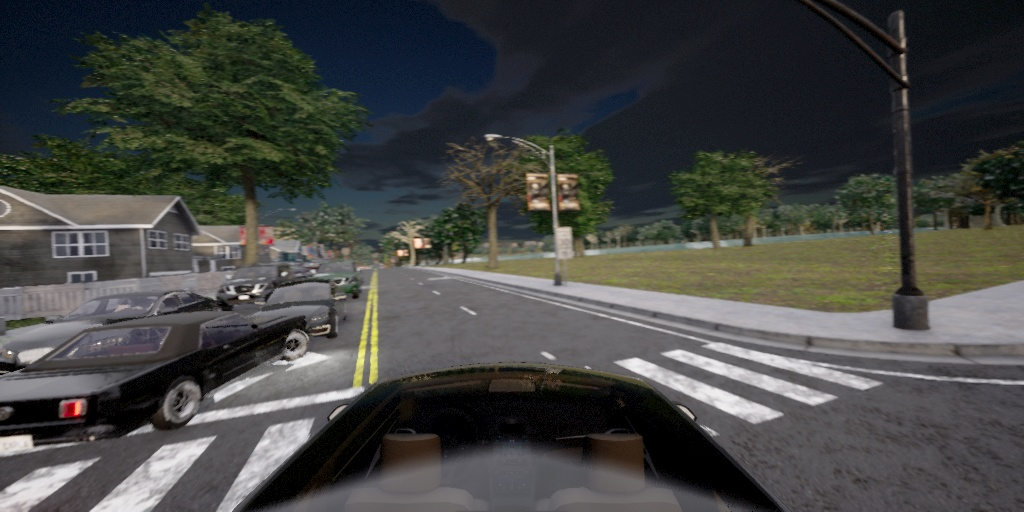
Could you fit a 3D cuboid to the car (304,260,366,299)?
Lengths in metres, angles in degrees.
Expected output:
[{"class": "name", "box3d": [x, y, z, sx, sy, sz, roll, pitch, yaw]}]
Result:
[{"class": "car", "box3d": [-9.481, 1.244, 19.640, 2.150, 2.045, 5.566, -3, 1, -21]}]

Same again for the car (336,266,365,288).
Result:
[{"class": "car", "box3d": [-13.116, 1.627, 29.333, 1.812, 1.442, 4.674, -3, 1, -20]}]

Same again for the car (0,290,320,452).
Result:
[{"class": "car", "box3d": [-5.205, 1.562, 5.794, 1.895, 1.301, 4.718, -3, 1, -6]}]

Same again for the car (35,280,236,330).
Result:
[{"class": "car", "box3d": [-8.645, 1.589, 8.264, 2.128, 1.511, 4.902, -3, 1, -21]}]

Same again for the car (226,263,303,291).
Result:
[{"class": "car", "box3d": [-12.139, 1.394, 17.494, 2.150, 2.045, 5.566, -3, 1, -21]}]

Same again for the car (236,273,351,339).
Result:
[{"class": "car", "box3d": [-5.956, 1.454, 10.436, 1.837, 1.490, 4.892, -2, 0, -21]}]
